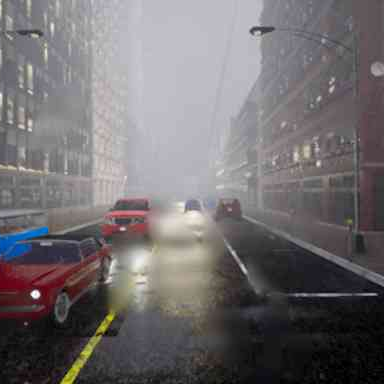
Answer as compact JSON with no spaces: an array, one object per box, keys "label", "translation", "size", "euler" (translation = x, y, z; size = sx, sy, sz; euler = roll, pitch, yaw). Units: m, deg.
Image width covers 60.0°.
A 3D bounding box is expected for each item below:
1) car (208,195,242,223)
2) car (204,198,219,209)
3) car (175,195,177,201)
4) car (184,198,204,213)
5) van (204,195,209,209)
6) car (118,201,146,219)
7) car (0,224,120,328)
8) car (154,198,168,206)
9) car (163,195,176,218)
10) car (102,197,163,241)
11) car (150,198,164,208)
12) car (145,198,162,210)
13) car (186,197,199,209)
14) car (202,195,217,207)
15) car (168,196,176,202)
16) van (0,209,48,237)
[{"label":"car","translation":[2.739,1.357,26.301],"size":[2.192,1.841,5.009],"euler":[-1,0,0]},{"label":"car","translation":[2.799,1.664,48.503],"size":[2.008,1.369,4.403],"euler":[-1,0,0]},{"label":"car","translation":[-5.483,1.932,87.379],"size":[1.802,1.307,4.206],"euler":[-1,0,0]},{"label":"car","translation":[0.087,1.590,38.732],"size":[1.882,1.535,5.008],"euler":[-1,0,0]},{"label":"van","translation":[2.781,1.436,42.953],"size":[1.690,1.788,3.998],"euler":[-1,0,0]},{"label":"car","translation":[-5.624,1.681,31.701],"size":[1.752,1.417,4.829],"euler":[-1,0,0]},{"label":"car","translation":[-3.089,1.652,7.187],"size":[1.895,1.301,4.718],"euler":[-1,0,0]},{"label":"car","translation":[-5.554,1.800,59.625],"size":[2.008,1.369,4.403],"euler":[-1,0,0]},{"label":"car","translation":[-3.007,1.477,31.770],"size":[2.097,1.767,4.553],"euler":[-1,0,0]},{"label":"car","translation":[-3.059,1.304,17.592],"size":[2.150,2.045,5.566],"euler":[-1,0,1]},{"label":"car","translation":[-5.569,1.755,53.904],"size":[1.752,1.417,4.829],"euler":[-1,0,0]},{"label":"car","translation":[-5.583,1.651,48.523],"size":[1.967,1.590,4.097],"euler":[-1,0,0]},{"label":"car","translation":[0.115,1.626,49.432],"size":[1.882,1.535,5.008],"euler":[-1,0,0]},{"label":"car","translation":[2.809,1.448,54.055],"size":[2.192,1.841,5.009],"euler":[-1,0,0]},{"label":"car","translation":[-5.471,1.811,92.930],"size":[1.967,1.590,4.097],"euler":[-1,0,0]},{"label":"van","translation":[-5.682,1.429,9.667],"size":[1.690,1.788,3.998],"euler":[-1,0,0]}]
